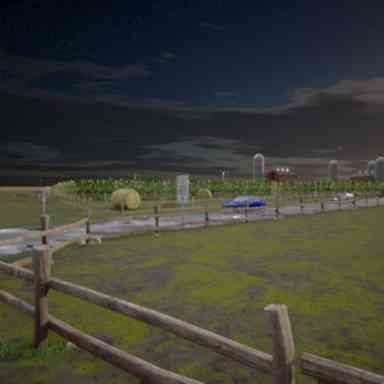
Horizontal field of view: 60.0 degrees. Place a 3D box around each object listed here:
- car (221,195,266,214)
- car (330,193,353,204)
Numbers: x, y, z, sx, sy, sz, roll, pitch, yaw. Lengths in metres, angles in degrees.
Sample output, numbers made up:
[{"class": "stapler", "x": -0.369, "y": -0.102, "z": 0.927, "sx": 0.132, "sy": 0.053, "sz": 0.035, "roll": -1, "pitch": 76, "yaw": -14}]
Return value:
[{"class": "car", "x": 4.750, "y": 1.089, "z": 30.303, "sx": 5.008, "sy": 1.535, "sz": 1.882, "roll": -1, "pitch": 1, "yaw": -44}, {"class": "car", "x": 20.665, "y": 0.863, "z": 45.620, "sx": 4.902, "sy": 1.511, "sz": 2.128, "roll": -1, "pitch": 1, "yaw": -44}]
